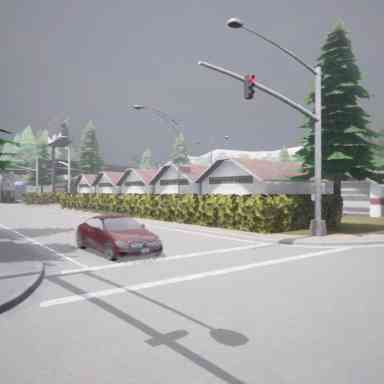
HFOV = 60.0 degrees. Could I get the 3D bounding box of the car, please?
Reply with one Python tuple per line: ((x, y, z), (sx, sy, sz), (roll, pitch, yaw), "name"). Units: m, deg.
((-2.908, 1.586, 12.500), (1.812, 1.442, 4.674), (0, 1, -38), "car")
